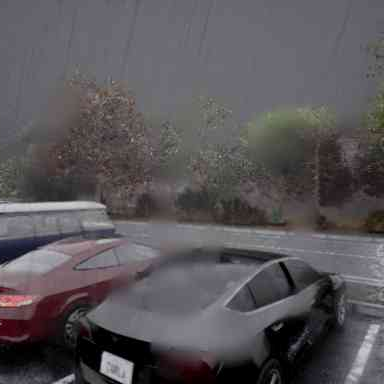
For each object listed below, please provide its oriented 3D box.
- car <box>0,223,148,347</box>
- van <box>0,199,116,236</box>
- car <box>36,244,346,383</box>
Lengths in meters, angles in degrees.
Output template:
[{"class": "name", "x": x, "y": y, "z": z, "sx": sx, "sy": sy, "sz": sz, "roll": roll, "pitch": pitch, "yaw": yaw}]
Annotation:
[{"class": "car", "x": -1.549, "y": 1.516, "z": 6.252, "sx": 2.002, "sy": 1.452, "sz": 4.674, "roll": 0, "pitch": 0, "yaw": 36}, {"class": "van", "x": -3.738, "y": 1.248, "z": 7.963, "sx": 1.878, "sy": 1.987, "sz": 4.442, "roll": 0, "pitch": 0, "yaw": 36}, {"class": "car", "x": 0.730, "y": 1.508, "z": 4.664, "sx": 2.163, "sy": 1.488, "sz": 4.792, "roll": 0, "pitch": 0, "yaw": 36}]
